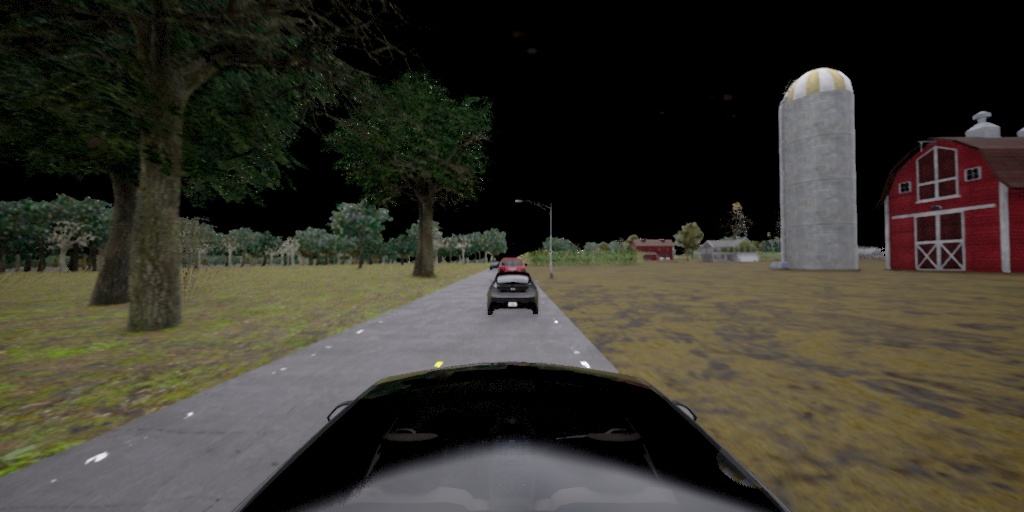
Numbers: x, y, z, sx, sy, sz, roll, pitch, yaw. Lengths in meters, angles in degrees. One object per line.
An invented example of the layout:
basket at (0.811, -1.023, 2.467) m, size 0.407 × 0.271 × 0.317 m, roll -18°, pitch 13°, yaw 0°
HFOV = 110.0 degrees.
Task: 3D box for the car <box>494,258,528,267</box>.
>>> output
car at (0.036, 1.162, 28.120) m, size 2.150 × 2.045 × 5.566 m, roll 0°, pitch 0°, yaw 0°

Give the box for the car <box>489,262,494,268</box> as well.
car at (-2.788, 1.757, 60.482) m, size 2.033 × 1.411 × 5.357 m, roll 0°, pitch -1°, yaw 1°

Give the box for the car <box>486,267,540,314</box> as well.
car at (0.045, 1.350, 14.248) m, size 1.837 × 1.490 × 4.892 m, roll 0°, pitch 0°, yaw 0°
